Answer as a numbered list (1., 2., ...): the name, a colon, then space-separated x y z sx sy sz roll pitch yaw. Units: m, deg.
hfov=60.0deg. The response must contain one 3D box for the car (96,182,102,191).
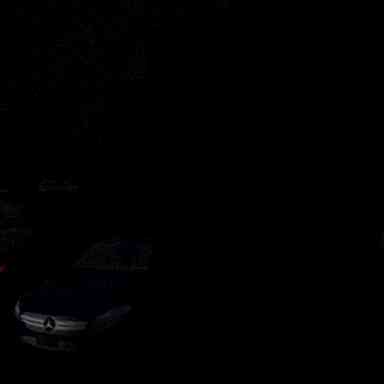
1. car: -10.757 -0.916 46.080 4.892 1.521 2.231 1 6 8

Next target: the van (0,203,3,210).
1. van: -8.625 1.272 11.200 1.878 1.987 4.442 0 -1 14

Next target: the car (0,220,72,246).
1. car: -3.610 1.531 7.911 2.002 1.452 4.674 0 -1 14

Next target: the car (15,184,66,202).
1. car: -16.412 0.267 35.464 4.674 1.452 2.002 0 6 8

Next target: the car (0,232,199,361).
1. car: -1.120 1.527 6.194 2.002 1.452 4.674 1 -1 15

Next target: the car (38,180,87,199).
1. car: -14.976 -0.309 38.090 5.566 2.045 2.435 0 6 8

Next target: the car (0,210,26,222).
1. car: -6.094 1.496 9.626 2.231 1.521 4.892 0 -1 14
